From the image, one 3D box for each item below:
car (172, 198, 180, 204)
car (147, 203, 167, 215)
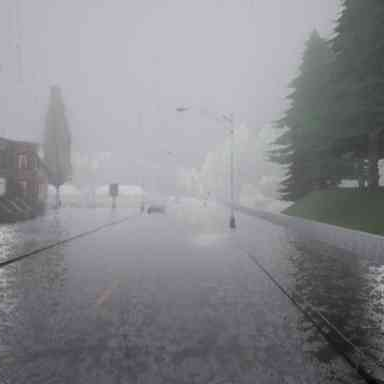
[{"bbox_3d":[-3.960,2.270,84.411,1.895,1.301,4.718,0,0,0],"label":"car"},{"bbox_3d":[-4.041,1.911,38.714,1.895,1.301,4.718,0,0,0],"label":"car"}]
